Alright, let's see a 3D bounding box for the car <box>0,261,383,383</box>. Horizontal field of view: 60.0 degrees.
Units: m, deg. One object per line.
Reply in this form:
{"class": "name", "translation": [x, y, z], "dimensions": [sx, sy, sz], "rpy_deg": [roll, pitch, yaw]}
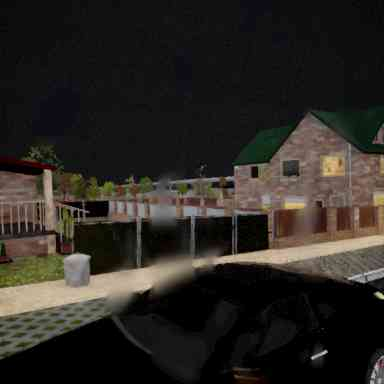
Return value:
{"class": "car", "translation": [0.333, 1.524, 3.305], "dimensions": [4.674, 1.442, 1.812], "rpy_deg": [0, 0, -35]}
